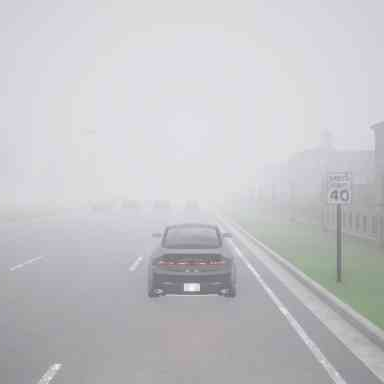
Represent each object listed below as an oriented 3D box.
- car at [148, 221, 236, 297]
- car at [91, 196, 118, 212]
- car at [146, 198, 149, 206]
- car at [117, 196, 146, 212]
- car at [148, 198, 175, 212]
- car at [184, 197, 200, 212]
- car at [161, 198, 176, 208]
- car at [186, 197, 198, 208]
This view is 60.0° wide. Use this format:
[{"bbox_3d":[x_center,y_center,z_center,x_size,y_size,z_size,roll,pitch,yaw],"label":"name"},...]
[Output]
[{"bbox_3d":[0.000,1.504,8.535,1.837,1.490,4.892,0,0,0],"label":"car"},{"bbox_3d":[-10.501,1.564,39.531,1.994,1.385,4.181,0,0,0],"label":"car"},{"bbox_3d":[-7.002,1.564,49.568,1.994,1.385,4.181,0,0,0],"label":"car"},{"bbox_3d":[-7.001,1.477,39.148,1.882,1.535,5.008,0,0,0],"label":"car"},{"bbox_3d":[-3.501,1.491,39.148,2.128,1.511,4.902,0,0,0],"label":"car"},{"bbox_3d":[-0.001,1.547,39.148,2.033,1.411,5.357,0,0,0],"label":"car"},{"bbox_3d":[-3.501,1.601,49.622,1.895,1.301,4.718,0,0,0],"label":"car"},{"bbox_3d":[-0.002,1.526,49.568,1.812,1.442,4.674,0,0,0],"label":"car"}]
